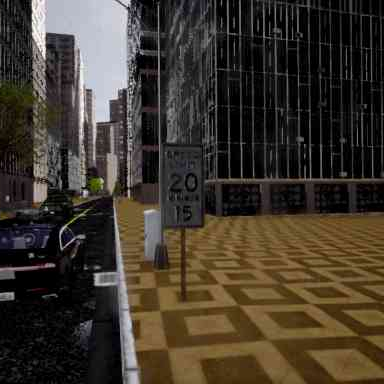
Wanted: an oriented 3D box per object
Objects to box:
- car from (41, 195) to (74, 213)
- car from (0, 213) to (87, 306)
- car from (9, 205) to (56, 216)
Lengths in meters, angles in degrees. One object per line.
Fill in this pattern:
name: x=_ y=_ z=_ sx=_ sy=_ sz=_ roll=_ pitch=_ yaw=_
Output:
car: x=-11.488 y=1.267 z=28.524 sx=2.150 sy=2.045 sz=5.566 roll=-1 pitch=0 yaw=-13
car: x=-3.630 y=1.496 z=7.794 sx=2.128 sy=1.511 sz=4.902 roll=-1 pitch=0 yaw=-13
car: x=-9.044 y=1.636 z=18.226 sx=1.895 sy=1.301 sz=4.718 roll=-1 pitch=0 yaw=-13
